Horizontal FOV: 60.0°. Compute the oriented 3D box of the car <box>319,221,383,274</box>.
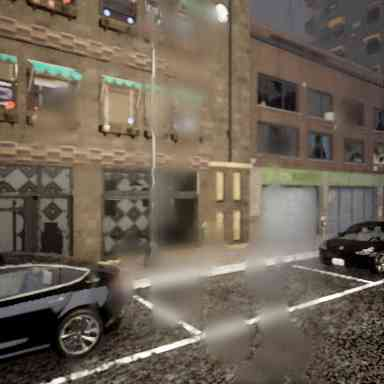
[{"bbox_3d":[5.984,1.656,10.843,4.313,1.339,1.947,1,-1,-36],"label":"car"}]

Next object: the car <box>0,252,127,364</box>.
[{"bbox_3d":[-3.007,1.566,4.425,4.313,1.339,1.947,1,-1,-36],"label":"car"}]
